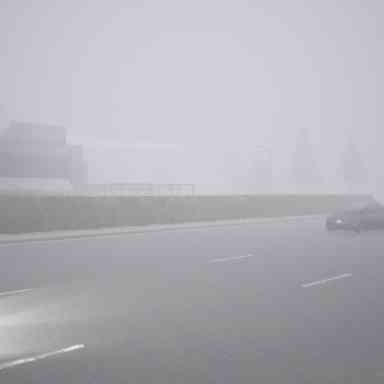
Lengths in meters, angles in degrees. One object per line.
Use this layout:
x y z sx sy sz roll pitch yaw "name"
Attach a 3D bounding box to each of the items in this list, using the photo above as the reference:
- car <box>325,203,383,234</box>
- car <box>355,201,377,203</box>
9.578 1.564 19.175 4.181 1.385 1.994 0 0 -36 "car"
14.222 1.477 26.844 5.008 1.535 1.882 0 0 -36 "car"
